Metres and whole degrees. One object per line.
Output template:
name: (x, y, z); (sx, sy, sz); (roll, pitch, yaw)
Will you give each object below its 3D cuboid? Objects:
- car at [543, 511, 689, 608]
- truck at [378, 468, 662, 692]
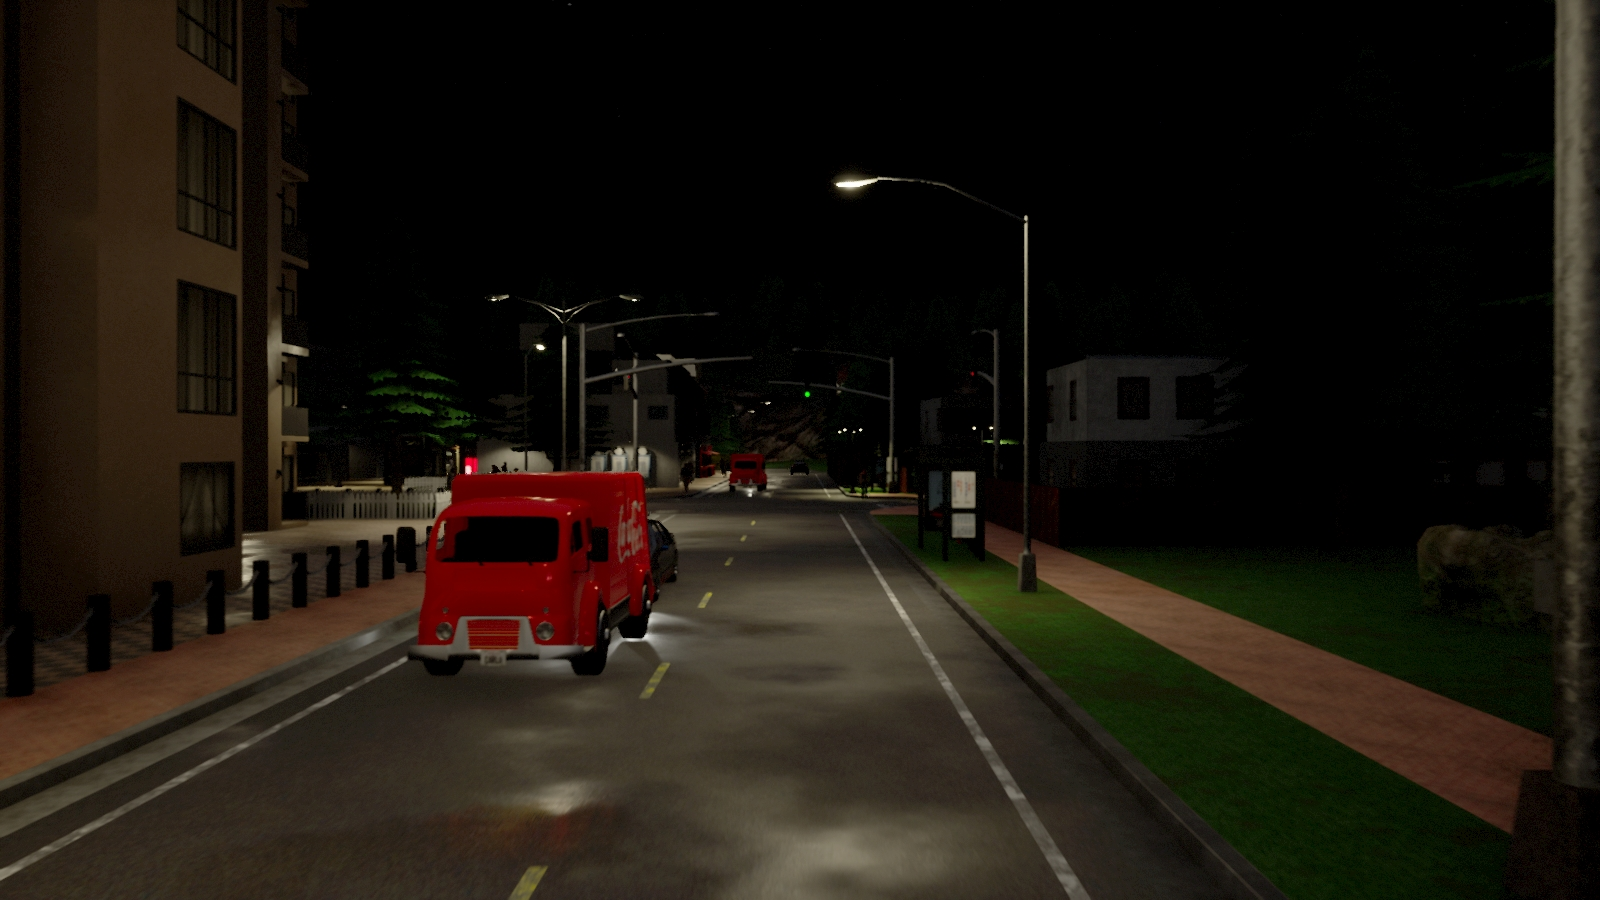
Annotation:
car: (-3.497, 2.057, 22.736); (2.033, 1.411, 5.357); (0, 0, 0)
truck: (-3.508, 1.528, 15.644); (2.627, 2.467, 5.204); (0, 0, 0)
